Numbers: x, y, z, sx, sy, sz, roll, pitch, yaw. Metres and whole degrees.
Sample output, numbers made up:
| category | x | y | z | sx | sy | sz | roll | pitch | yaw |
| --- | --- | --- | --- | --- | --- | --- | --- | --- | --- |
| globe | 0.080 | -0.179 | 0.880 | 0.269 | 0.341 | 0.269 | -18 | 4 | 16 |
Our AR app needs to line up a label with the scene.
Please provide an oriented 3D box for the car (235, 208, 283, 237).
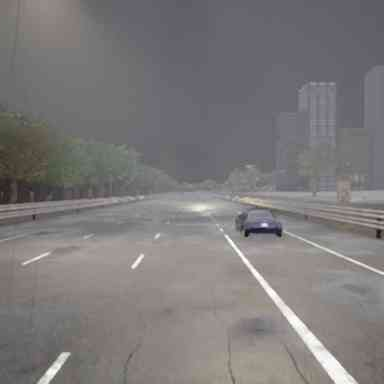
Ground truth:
| category | x | y | z | sx | sy | sz | roll | pitch | yaw |
| --- | --- | --- | --- | --- | --- | --- | --- | --- | --- |
| car | 3.517 | 1.566 | 18.140 | 1.994 | 1.385 | 4.181 | 0 | 0 | 0 |
